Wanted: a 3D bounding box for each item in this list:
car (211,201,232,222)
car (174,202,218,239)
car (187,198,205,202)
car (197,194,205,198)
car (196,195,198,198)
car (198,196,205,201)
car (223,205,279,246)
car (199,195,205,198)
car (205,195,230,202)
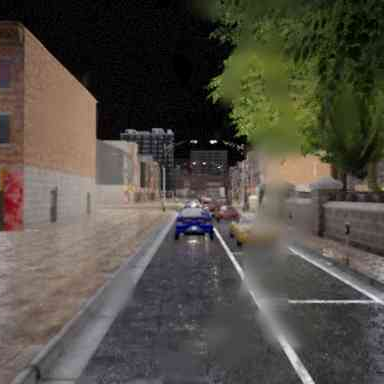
[{"bbox_3d":[2.650,1.606,25.846,1.802,1.307,4.206,1,0,0],"label":"car"},{"bbox_3d":[0.101,1.490,17.513,1.882,1.535,5.008,0,0,0],"label":"car"},{"bbox_3d":[0.106,1.583,32.041,2.033,1.411,5.357,0,0,0],"label":"car"},{"bbox_3d":[2.658,1.709,74.037,1.887,1.381,4.507,1,0,0],"label":"car"},{"bbox_3d":[2.661,1.502,79.475,2.192,1.841,5.009,1,0,0],"label":"car"},{"bbox_3d":[2.661,1.819,90.349,1.802,1.307,4.206,0,0,0],"label":"car"},{"bbox_3d":[2.650,1.535,15.117,1.752,1.417,4.829,1,0,0],"label":"car"},{"bbox_3d":[2.656,1.649,57.725,1.887,1.381,4.507,1,0,0],"label":"car"},{"bbox_3d":[2.654,1.349,31.295,2.192,1.841,5.009,1,0,0],"label":"car"}]
